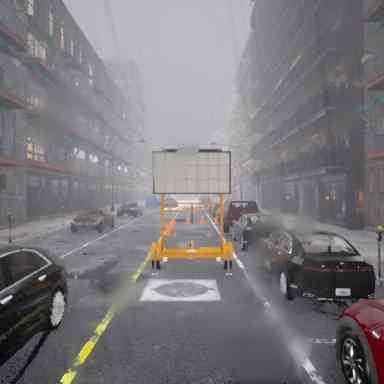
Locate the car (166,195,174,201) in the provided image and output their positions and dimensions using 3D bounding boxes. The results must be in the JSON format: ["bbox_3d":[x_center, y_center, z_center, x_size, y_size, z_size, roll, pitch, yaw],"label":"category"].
[{"bbox_3d":[-5.674,1.482,87.406,1.752,1.417,4.829,1,0,0],"label":"car"}]

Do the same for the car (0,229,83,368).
[{"bbox_3d":[-3.099,1.506,4.061,1.837,1.490,4.892,0,0,0],"label":"car"}]

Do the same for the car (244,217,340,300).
[{"bbox_3d":[2.701,1.552,8.119,2.008,1.369,4.403,1,0,0],"label":"car"}]

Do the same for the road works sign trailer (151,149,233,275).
[{"bbox_3d":[0.000,0.466,10.397,2.380,3.560,2.880,0,0,0],"label":"road works sign trailer"}]

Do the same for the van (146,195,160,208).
[{"bbox_3d":[-5.674,1.332,47.876,1.690,1.788,3.998,1,0,0],"label":"van"}]

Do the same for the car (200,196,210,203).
[{"bbox_3d":[2.706,1.556,70.500,1.802,1.307,4.206,1,0,0],"label":"car"}]

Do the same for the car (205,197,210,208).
[{"bbox_3d":[2.703,1.541,36.473,1.887,1.381,4.507,1,0,0],"label":"car"}]

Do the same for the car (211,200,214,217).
[{"bbox_3d":[2.702,1.525,25.302,1.752,1.417,4.829,1,0,0],"label":"car"}]

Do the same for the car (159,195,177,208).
[{"bbox_3d":[-3.095,1.555,46.837,1.994,1.385,4.181,0,0,0],"label":"car"}]

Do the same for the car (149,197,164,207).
[{"bbox_3d":[-5.677,1.533,53.547,1.887,1.381,4.507,1,0,0],"label":"car"}]

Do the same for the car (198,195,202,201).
[{"bbox_3d":[2.706,1.419,64.828,1.967,1.590,4.097,1,0,0],"label":"car"}]

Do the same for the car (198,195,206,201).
[{"bbox_3d":[2.705,1.501,87.511,1.887,1.381,4.507,1,0,0],"label":"car"}]

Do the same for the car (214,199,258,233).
[{"bbox_3d":[2.705,1.316,19.461,2.192,1.841,5.009,1,0,0],"label":"car"}]

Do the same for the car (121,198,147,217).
[{"bbox_3d":[-5.678,1.564,30.862,1.947,1.339,4.313,1,0,0],"label":"car"}]

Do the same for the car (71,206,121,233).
[{"bbox_3d":[-5.679,1.583,19.518,1.802,1.307,4.206,1,0,0],"label":"car"}]

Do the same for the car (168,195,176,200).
[{"bbox_3d":[-5.675,1.500,93.247,2.008,1.369,4.403,1,0,0],"label":"car"}]

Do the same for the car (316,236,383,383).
[{"bbox_3d":[2.702,1.441,2.448,1.967,1.590,4.097,1,0,0],"label":"car"}]

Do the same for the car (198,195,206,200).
[{"bbox_3d":[2.705,1.500,93.181,2.008,1.369,4.403,1,0,0],"label":"car"}]

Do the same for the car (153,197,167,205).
[{"bbox_3d":[-5.676,1.535,59.219,2.008,1.369,4.403,1,0,0],"label":"car"}]

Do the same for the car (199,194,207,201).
[{"bbox_3d":[2.706,1.402,81.839,1.967,1.590,4.097,1,0,0],"label":"car"}]

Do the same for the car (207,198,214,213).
[{"bbox_3d":[2.702,1.542,30.802,1.887,1.381,4.507,1,0,0],"label":"car"}]

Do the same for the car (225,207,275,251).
[{"bbox_3d":[2.701,1.553,13.789,2.008,1.369,4.403,1,0,0],"label":"car"}]

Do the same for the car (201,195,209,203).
[{"bbox_3d":[2.704,1.517,47.985,1.752,1.417,4.829,1,0,0],"label":"car"}]
